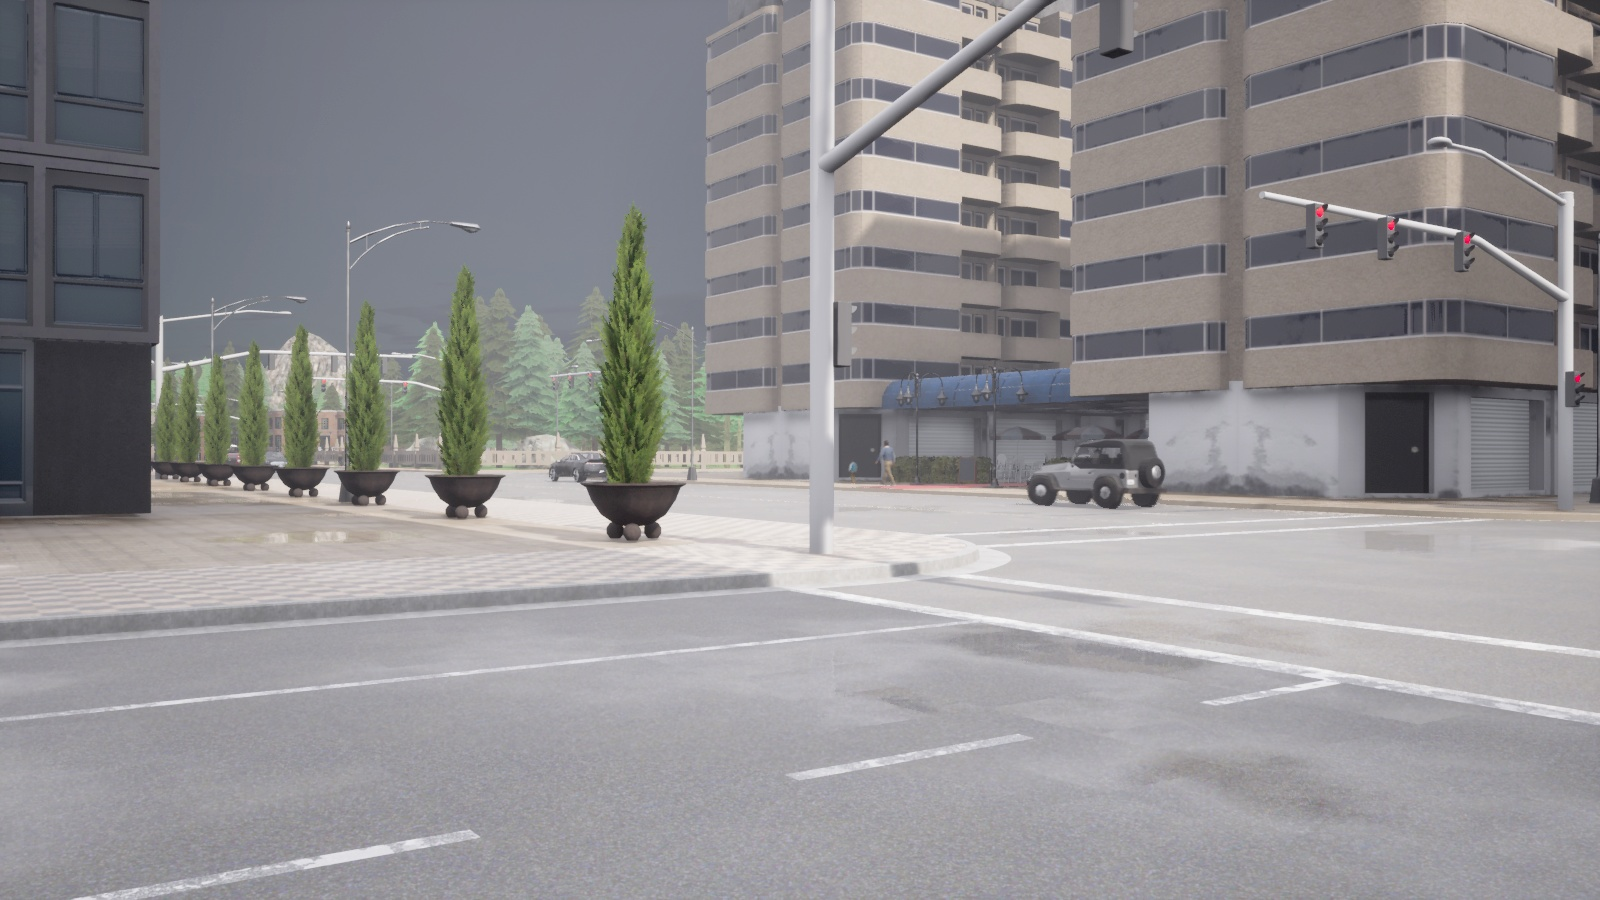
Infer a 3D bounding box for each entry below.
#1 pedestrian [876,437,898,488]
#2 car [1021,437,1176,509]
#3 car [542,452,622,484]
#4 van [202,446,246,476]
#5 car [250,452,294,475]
[{"bbox_3d":[3.360,0.485,48.389,0.423,1.949,0.788,0,0,-36],"label":"pedestrian"},{"bbox_3d":[8.272,0.609,35.060,1.905,1.878,3.866,0,0,-38],"label":"car"},{"bbox_3d":[-11.100,0.880,63.618,2.128,1.511,4.902,0,0,-34],"label":"car"},{"bbox_3d":[-40.309,0.769,87.841,2.069,2.038,4.480,0,0,-34],"label":"van"},{"bbox_3d":[-38.355,0.979,91.189,2.033,1.649,4.856,0,0,-34],"label":"car"}]
